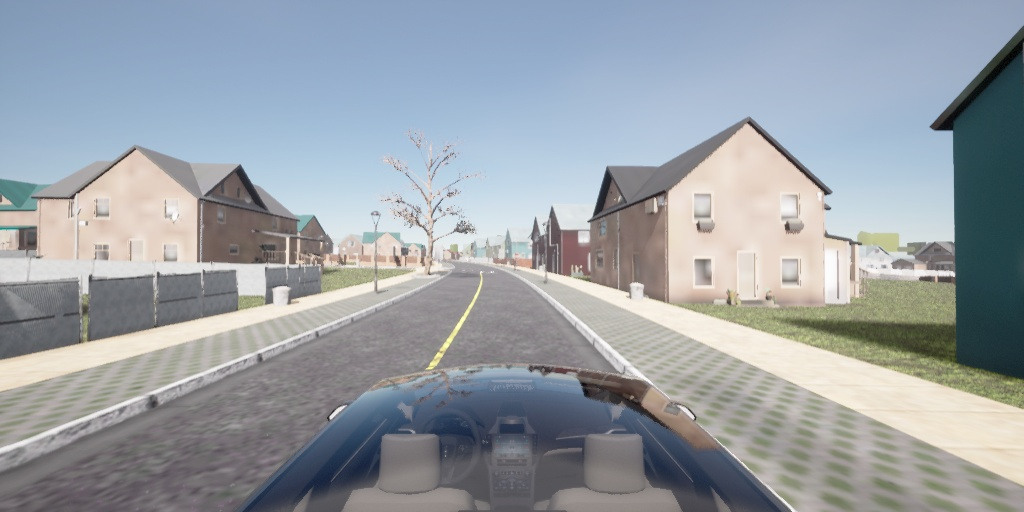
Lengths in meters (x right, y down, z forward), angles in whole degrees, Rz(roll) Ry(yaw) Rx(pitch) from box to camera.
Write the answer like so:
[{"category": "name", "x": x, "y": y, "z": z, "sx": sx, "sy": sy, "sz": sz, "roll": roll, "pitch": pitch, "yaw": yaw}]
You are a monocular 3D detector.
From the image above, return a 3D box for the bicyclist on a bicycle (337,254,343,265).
[{"category": "bicyclist on a bicycle", "x": -24.959, "y": 0.585, "z": 51.967, "sx": 0.582, "sy": 1.620, "sz": 1.656, "roll": 1, "pitch": 0, "yaw": 3}]
